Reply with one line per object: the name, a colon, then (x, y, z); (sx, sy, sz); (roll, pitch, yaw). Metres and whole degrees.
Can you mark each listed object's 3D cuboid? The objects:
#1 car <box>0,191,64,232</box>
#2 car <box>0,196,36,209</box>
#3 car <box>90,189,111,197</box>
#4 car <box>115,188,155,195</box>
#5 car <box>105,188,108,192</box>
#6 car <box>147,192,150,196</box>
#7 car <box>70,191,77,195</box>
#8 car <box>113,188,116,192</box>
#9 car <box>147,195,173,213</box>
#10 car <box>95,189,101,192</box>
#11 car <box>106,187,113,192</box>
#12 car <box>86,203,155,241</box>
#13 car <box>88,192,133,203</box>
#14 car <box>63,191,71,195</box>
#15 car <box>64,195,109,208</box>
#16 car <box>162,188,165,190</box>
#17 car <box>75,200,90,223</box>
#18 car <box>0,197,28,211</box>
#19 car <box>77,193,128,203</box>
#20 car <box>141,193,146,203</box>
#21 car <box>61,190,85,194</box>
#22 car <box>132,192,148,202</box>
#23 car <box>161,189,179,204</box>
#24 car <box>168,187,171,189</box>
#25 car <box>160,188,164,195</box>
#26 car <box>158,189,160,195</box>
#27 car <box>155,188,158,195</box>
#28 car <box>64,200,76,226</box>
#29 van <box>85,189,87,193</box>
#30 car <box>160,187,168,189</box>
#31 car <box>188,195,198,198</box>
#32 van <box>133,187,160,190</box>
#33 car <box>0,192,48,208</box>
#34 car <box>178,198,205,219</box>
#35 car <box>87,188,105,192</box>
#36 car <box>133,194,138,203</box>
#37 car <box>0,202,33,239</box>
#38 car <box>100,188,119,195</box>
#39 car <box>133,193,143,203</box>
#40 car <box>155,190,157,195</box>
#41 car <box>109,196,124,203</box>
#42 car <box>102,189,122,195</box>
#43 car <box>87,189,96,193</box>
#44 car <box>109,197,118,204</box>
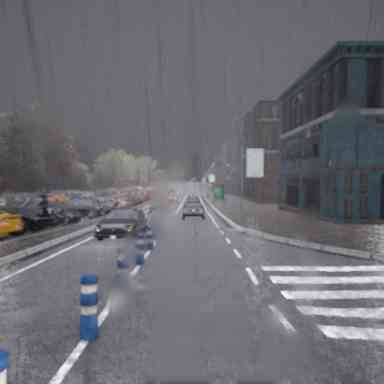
car: (-9.977, 1.132, 17.121); (5.566, 2.045, 2.435); (0, -1, 1)
car: (-22.784, 1.338, 42.158); (5.008, 1.535, 2.097); (0, 1, 1)
car: (-22.355, 0.189, 81.267); (4.553, 1.767, 2.185); (0, 2, 1)
car: (-9.586, 0.772, 56.120); (5.566, 2.045, 2.435); (0, 2, 1)
car: (-22.470, 0.503, 75.703); (4.792, 1.488, 2.163); (0, 2, 1)
car: (-9.583, 1.140, 53.346); (4.674, 1.452, 2.002); (0, 2, 1)
car: (-22.823, 1.014, 56.219); (5.366, 1.575, 1.946); (0, 2, 1)
car: (-22.361, 0.275, 84.056); (4.674, 1.452, 2.002); (0, 2, 1)
car: (-3.317, 1.385, 35.277); (1.837, 1.490, 4.892); (0, 1, 0)
car: (-22.503, 0.630, 70.136); (5.008, 1.535, 2.097); (0, 2, 1)
car: (-22.386, 0.144, 78.481); (5.566, 2.045, 2.435); (0, 2, 1)
car: (-3.338, 1.518, 16.707); (2.033, 1.411, 5.357); (0, 0, 0)
car: (-9.756, 1.257, 39.408); (4.553, 1.767, 2.185); (0, 1, 1)
car: (-22.661, 1.098, 53.311); (5.008, 1.535, 2.097); (0, 1, 1)
car: (-9.805, 1.331, 28.267); (4.553, 1.767, 2.185); (0, 0, 1)
car: (-9.357, 0.479, 75.601); (5.008, 1.535, 2.097); (0, 2, 1)
car: (-9.863, 1.472, 22.685); (4.792, 1.488, 2.163); (0, 0, 1)
car: (-22.621, 1.375, 39.367); (5.366, 1.575, 1.946); (0, 1, 1)
car: (-9.784, 1.289, 36.629); (4.553, 1.767, 2.185); (0, 1, 1)
car: (-9.636, 1.237, 47.774); (5.008, 1.535, 2.097); (0, 1, 1)
car: (-22.581, 0.689, 58.994); (5.566, 2.045, 2.435); (0, 2, 1)
car: (-9.584, 1.202, 50.561); (4.792, 1.488, 2.163); (0, 1, 1)
car: (-3.255, 0.931, 52.968); (2.097, 1.767, 4.553); (0, 2, 1)
car: (-9.170, -0.043, 95.077); (4.674, 1.452, 2.002); (0, 2, 1)
car: (-9.396, 0.558, 72.819); (5.008, 1.535, 2.097); (0, 2, 1)
car: (-9.452, 0.715, 67.255); (4.892, 1.521, 2.231); (0, 2, 1)
car: (-9.444, 0.669, 64.344); (4.553, 1.767, 2.185); (0, 2, 1)
car: (-9.914, 1.419, 19.906); (4.892, 1.521, 2.231); (0, -1, 1)
van: (-22.465, 0.637, 61.778); (4.442, 1.987, 1.878); (0, 2, 1)
car: (-9.121, 0.318, 81.164); (5.366, 1.575, 1.946); (0, 2, 1)
car: (0.143, 1.198, 47.199); (2.128, 1.511, 4.902); (0, 1, 0)
van: (-9.535, 0.410, 70.032); (4.442, 1.987, 1.878); (0, 2, 1)
car: (-22.778, 1.039, 44.942); (5.566, 2.045, 2.435); (0, 1, 1)
car: (0.119, 1.477, 28.045); (2.033, 1.411, 5.357); (0, 0, 0)
car: (-22.476, 0.553, 72.920); (4.892, 1.521, 2.231); (0, 2, 1)
car: (-9.700, 1.382, 42.197); (4.674, 1.452, 2.002); (0, 1, 1)
car: (-9.971, 1.339, 14.324); (5.008, 1.535, 2.097); (0, -1, 1)
car: (-22.271, -0.052, 89.617); (4.553, 1.767, 2.185); (0, 2, 1)
car: (-9.663, 1.294, 44.985); (5.008, 1.535, 2.097); (0, 1, 1)
car: (-9.687, 0.865, 61.693); (5.366, 1.575, 1.946); (0, 2, 1)
car: (-9.810, 1.466, 33.843); (4.792, 1.488, 2.163); (0, 0, 1)
car: (-22.279, -0.008, 92.405); (5.008, 1.535, 2.097); (0, 2, 1)
car: (-22.528, 0.748, 67.354); (4.674, 1.452, 2.002); (0, 2, 1)
car: (-9.780, 1.481, 31.055); (4.792, 1.488, 2.163); (0, 0, 1)
